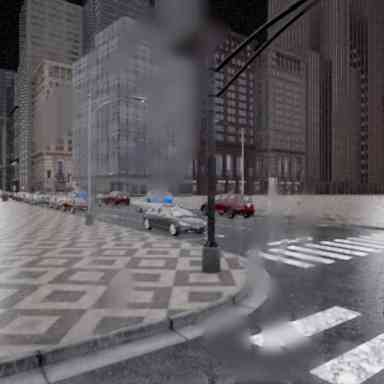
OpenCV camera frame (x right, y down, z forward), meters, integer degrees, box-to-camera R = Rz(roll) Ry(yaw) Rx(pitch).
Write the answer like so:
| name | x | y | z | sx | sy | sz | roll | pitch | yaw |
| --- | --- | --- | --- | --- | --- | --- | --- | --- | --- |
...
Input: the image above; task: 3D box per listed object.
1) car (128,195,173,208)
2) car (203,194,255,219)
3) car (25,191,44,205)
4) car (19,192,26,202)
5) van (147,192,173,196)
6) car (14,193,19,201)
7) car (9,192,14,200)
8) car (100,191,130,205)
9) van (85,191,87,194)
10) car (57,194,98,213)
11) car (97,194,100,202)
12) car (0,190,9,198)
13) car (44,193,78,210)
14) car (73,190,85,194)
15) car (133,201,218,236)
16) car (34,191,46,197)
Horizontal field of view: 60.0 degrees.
| name | x | y | z | sx | sy | sz | roll | pitch | yaw |
| --- | --- | --- | --- | --- | --- | --- | --- | --- | --- |
| car | -3.944 | 1.239 | 31.386 | 1.895 | 1.301 | 4.718 | 0 | 1 | -36 |
| car | 2.779 | 1.060 | 26.392 | 2.192 | 1.841 | 5.009 | 1 | 0 | -36 |
| car | -20.028 | 0.945 | 43.665 | 2.008 | 1.369 | 4.403 | 1 | 0 | -36 |
| car | -23.200 | 0.880 | 48.108 | 2.008 | 1.369 | 4.403 | 1 | 0 | -36 |
| van | -3.565 | 0.941 | 35.280 | 1.690 | 1.788 | 3.998 | 1 | 0 | -36 |
| car | -26.370 | 0.707 | 52.551 | 1.967 | 1.590 | 4.097 | 1 | 0 | -36 |
| car | -29.544 | 0.753 | 56.994 | 1.887 | 1.381 | 4.507 | 1 | 0 | -36 |
| car | -9.909 | 0.776 | 44.167 | 2.192 | 1.841 | 5.009 | 1 | 0 | -36 |
| van | -19.427 | 0.608 | 57.499 | 1.690 | 1.788 | 3.998 | 1 | 0 | -36 |
| car | -10.512 | 1.145 | 30.335 | 1.887 | 1.381 | 4.507 | 1 | 0 | -36 |
| car | -13.085 | 0.945 | 48.612 | 2.008 | 1.369 | 4.403 | 1 | 0 | -36 |
| car | -39.059 | 0.616 | 70.323 | 1.947 | 1.339 | 4.313 | 1 | 0 | -36 |
| car | -13.684 | 1.080 | 34.778 | 2.008 | 1.369 | 4.403 | 1 | 0 | -36 |
| car | -18.686 | 0.848 | 52.001 | 1.812 | 1.442 | 4.674 | 0 | 1 | -35 |
| car | -0.998 | 1.372 | 17.006 | 2.008 | 1.369 | 4.403 | 1 | 0 | -36 |
| car | -38.462 | 0.506 | 84.160 | 1.887 | 1.381 | 4.507 | 1 | 0 | -36 |
